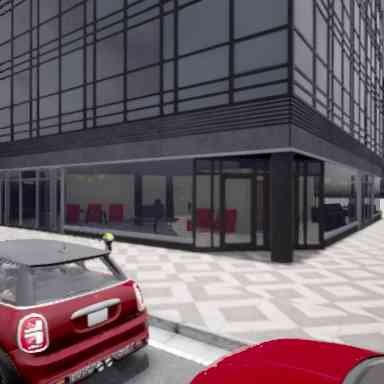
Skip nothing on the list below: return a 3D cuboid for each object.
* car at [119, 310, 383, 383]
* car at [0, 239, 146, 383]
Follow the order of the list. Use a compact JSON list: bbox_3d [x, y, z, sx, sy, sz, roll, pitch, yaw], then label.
[{"bbox_3d":[1.932,1.550,1.589,4.507,1.381,1.887,0,0,35],"label":"car"},{"bbox_3d":[-2.631,1.407,4.838,4.097,1.590,1.967,0,0,35],"label":"car"}]
